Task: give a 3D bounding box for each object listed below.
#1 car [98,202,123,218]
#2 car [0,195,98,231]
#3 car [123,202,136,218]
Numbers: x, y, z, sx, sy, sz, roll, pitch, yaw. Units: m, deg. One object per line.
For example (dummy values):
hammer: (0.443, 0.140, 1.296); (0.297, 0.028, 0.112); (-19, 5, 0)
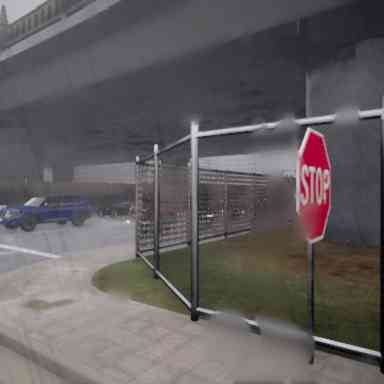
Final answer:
car: (-6.502, 1.588, 30.315); (1.895, 1.301, 4.718); (0, 0, 36)
car: (-9.030, 1.211, 20.900); (2.150, 2.045, 5.566); (0, 0, 36)
car: (-3.312, 1.341, 28.747); (2.097, 1.767, 4.553); (0, 0, 36)
